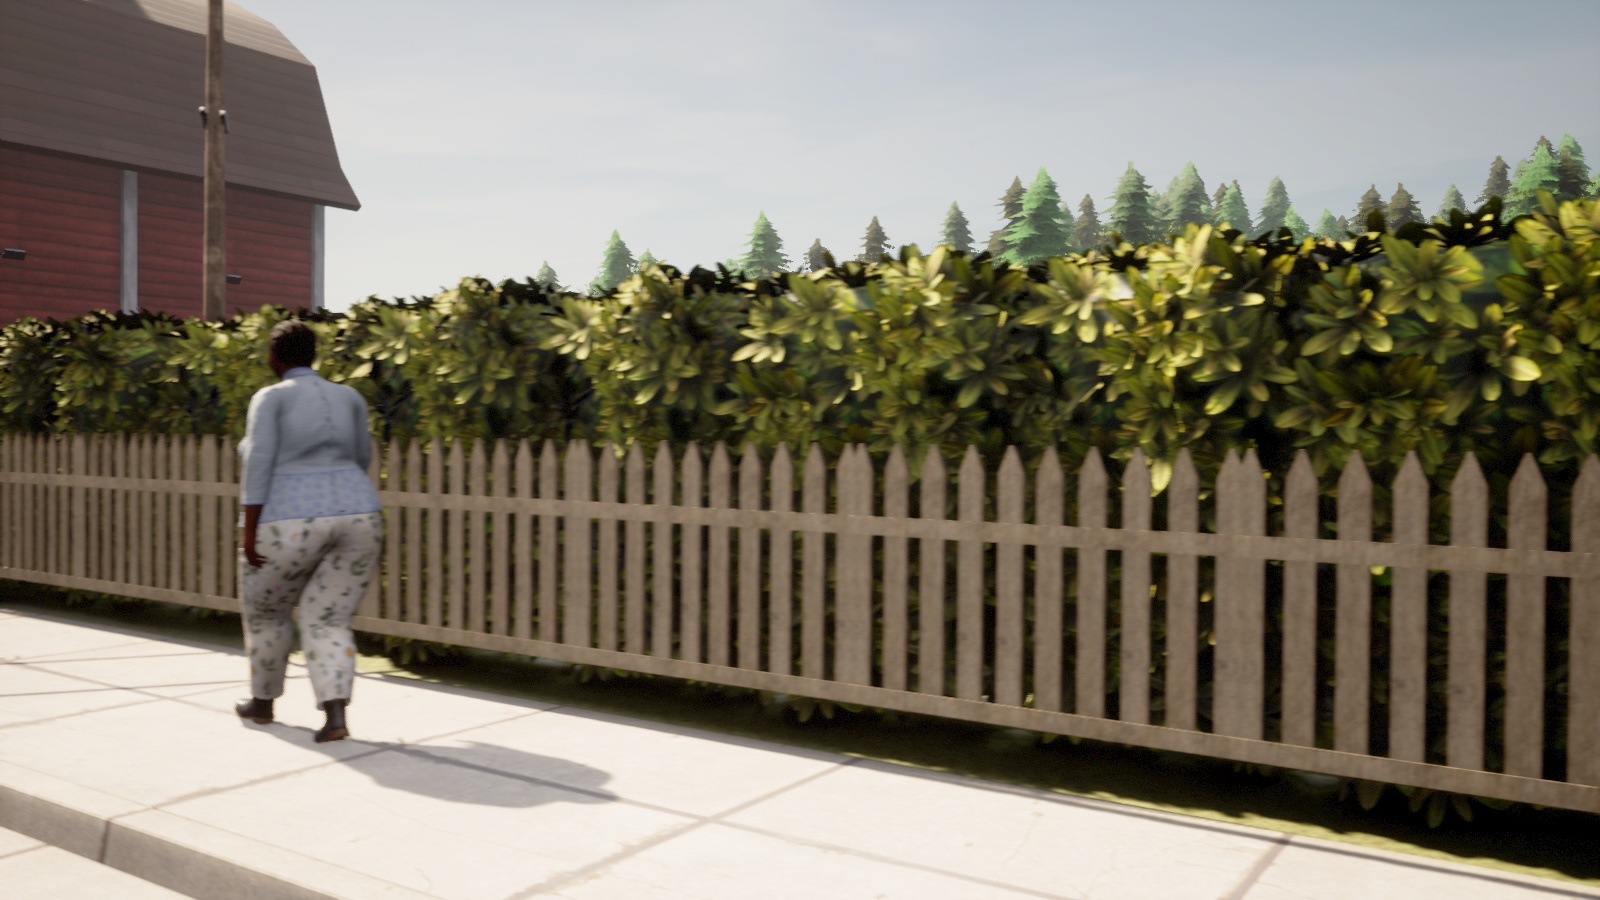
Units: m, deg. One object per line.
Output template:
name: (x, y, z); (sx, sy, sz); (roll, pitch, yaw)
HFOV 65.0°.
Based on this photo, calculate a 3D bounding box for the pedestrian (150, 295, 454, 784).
pedestrian: (-2.128, 0.332, 5.382); (0.900, 1.855, 0.874); (0, 1, 41)
